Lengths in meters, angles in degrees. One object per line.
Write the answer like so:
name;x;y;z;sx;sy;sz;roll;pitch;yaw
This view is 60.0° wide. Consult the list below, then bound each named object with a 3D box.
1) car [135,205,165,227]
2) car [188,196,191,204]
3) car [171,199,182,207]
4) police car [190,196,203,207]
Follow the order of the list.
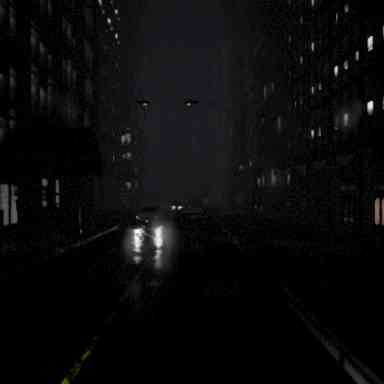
car;-3.096;1.739;25.114;1.812;1.442;4.674;0;-1;0
car;0.014;2.082;79.634;2.033;1.411;5.357;0;-1;0
car;-3.003;2.140;65.461;1.994;1.385;4.181;0;-1;0
police car;1.061;1.970;61.227;1.930;1.638;5.238;0;-1;0
